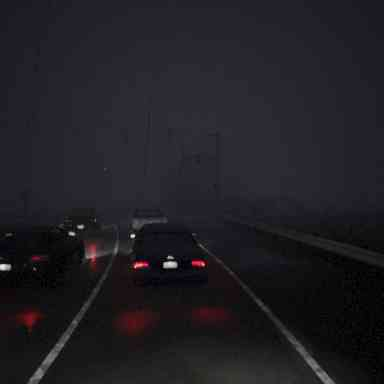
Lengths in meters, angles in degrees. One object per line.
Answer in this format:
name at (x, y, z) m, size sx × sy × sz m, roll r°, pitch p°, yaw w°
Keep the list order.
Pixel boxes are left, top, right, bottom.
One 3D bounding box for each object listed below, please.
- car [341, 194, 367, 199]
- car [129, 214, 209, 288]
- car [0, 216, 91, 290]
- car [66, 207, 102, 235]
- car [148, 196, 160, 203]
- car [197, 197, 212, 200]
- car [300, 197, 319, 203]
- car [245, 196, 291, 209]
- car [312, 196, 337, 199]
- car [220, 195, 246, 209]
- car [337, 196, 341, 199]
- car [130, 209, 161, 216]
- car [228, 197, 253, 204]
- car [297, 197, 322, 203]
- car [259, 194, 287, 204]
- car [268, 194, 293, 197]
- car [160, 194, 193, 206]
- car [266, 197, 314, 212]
car at (35.867, 1.472, 72.485) m, size 5.566 × 2.045 × 2.150 m, roll 0°, pitch 0°, yaw -30°
car at (-0.775, 1.581, 9.465) m, size 2.033 × 1.411 × 5.357 m, roll 0°, pitch 0°, yaw -7°
car at (-4.300, 1.597, 9.163) m, size 1.994 × 1.385 × 4.181 m, roll 0°, pitch 0°, yaw -7°
car at (-6.236, 1.594, 19.150) m, size 1.812 × 1.442 × 4.674 m, roll 0°, pitch 0°, yaw -14°
car at (-6.752, 1.587, 66.860) m, size 4.553 × 1.767 × 2.097 m, roll 0°, pitch 0°, yaw -19°
car at (2.434, 1.797, 70.081) m, size 4.181 × 1.385 × 1.994 m, roll 0°, pitch 0°, yaw -20°
car at (28.306, 1.827, 80.216) m, size 4.181 × 1.385 × 1.994 m, roll 0°, pitch 0°, yaw -26°
car at (9.864, 1.640, 42.895) m, size 4.902 × 1.511 × 2.128 m, roll 0°, pitch 0°, yaw -20°
car at (26.316, 1.709, 67.578) m, size 5.008 × 1.535 × 1.882 m, roll 0°, pitch 0°, yaw -22°
car at (7.062, 1.648, 49.328) m, size 5.008 × 1.535 × 1.882 m, roll 0°, pitch 0°, yaw -20°
car at (35.388, 1.800, 80.526) m, size 4.902 × 1.511 × 2.128 m, roll 0°, pitch 0°, yaw -34°
car at (-2.746, 1.672, 20.016) m, size 1.895 × 1.301 × 4.718 m, roll 0°, pitch 0°, yaw -13°
car at (10.651, 1.778, 73.020) m, size 4.902 × 1.511 × 2.128 m, roll 0°, pitch 0°, yaw -20°
car at (26.713, 1.798, 75.434) m, size 5.357 × 1.411 × 2.033 m, roll 0°, pitch 0°, yaw -22°
car at (17.445, 1.472, 71.734) m, size 5.566 × 2.045 × 2.150 m, roll 0°, pitch 0°, yaw -20°
car at (17.002, 1.442, 64.190) m, size 5.566 × 2.045 × 2.150 m, roll 0°, pitch 0°, yaw -19°
car at (-2.537, 1.552, 57.257) m, size 4.553 × 1.767 × 2.097 m, roll 0°, pitch 0°, yaw -20°
car at (11.728, 1.662, 39.844) m, size 4.674 × 1.442 × 1.812 m, roll 0°, pitch 0°, yaw -20°
